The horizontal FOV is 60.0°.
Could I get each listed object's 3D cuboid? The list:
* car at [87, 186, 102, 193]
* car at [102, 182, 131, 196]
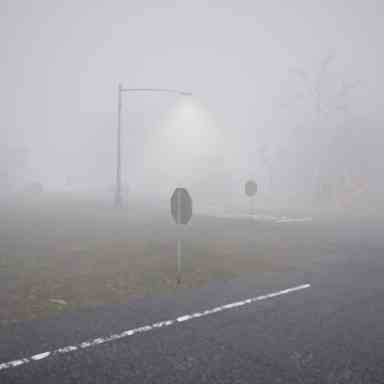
[{"bbox_3d":[-17.493,-0.482,59.901,1.994,1.385,4.181,0,2,-35],"label":"car"},{"bbox_3d":[-11.451,-0.489,51.432,2.150,2.045,5.566,0,2,-35],"label":"car"}]
